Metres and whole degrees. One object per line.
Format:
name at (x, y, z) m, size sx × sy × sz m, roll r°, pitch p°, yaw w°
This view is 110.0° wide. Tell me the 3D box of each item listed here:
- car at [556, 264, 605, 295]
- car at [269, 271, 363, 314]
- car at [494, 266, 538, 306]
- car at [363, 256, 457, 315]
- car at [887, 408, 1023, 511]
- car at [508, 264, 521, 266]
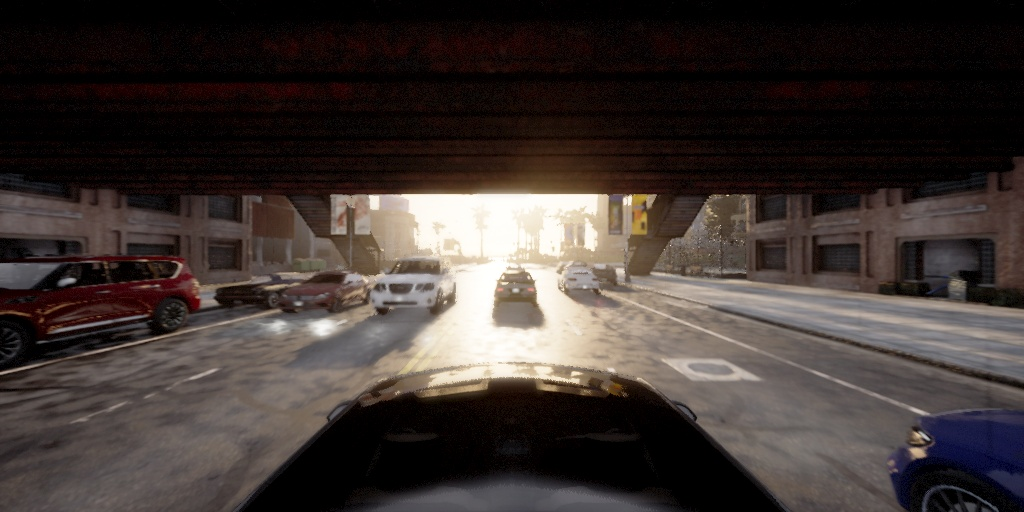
car at (3.728, 1.353, 20.519) m, size 1.812 × 1.442 × 4.674 m, roll 0°, pitch 0°, yaw 1°
car at (-7.049, 1.325, 14.196) m, size 1.812 × 1.442 × 4.674 m, roll 0°, pitch 0°, yaw 0°
car at (0.181, 1.356, 16.037) m, size 2.033 × 1.411 × 5.357 m, roll 0°, pitch 0°, yaw 1°
car at (-3.549, 1.022, 14.152) m, size 2.150 × 2.045 × 5.566 m, roll 0°, pitch 0°, yaw 1°
car at (3.600, 1.272, 0.563) m, size 1.812 × 1.442 × 4.674 m, roll 0°, pitch 0°, yaw 0°
car at (0.252, 1.445, 33.815) m, size 1.994 × 1.385 × 4.181 m, roll 0°, pitch 0°, yaw 0°
